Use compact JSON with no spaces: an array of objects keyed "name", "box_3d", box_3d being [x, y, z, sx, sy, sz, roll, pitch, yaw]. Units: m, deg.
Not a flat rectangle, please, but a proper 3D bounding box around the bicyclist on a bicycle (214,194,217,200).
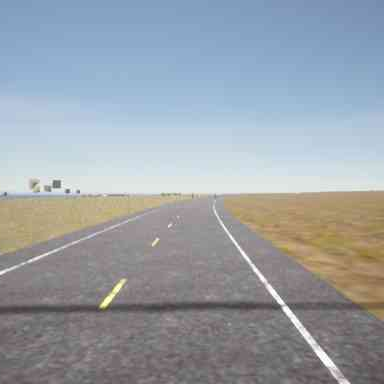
[{"name":"bicyclist on a bicycle","box_3d":[6.415,1.414,94.898,0.582,1.620,1.656,0,0,7]}]
